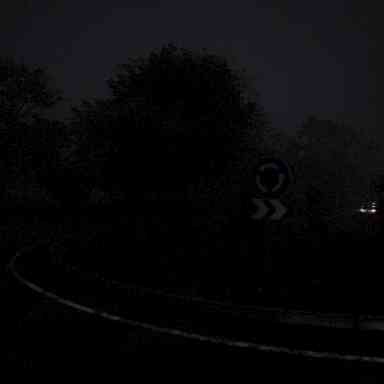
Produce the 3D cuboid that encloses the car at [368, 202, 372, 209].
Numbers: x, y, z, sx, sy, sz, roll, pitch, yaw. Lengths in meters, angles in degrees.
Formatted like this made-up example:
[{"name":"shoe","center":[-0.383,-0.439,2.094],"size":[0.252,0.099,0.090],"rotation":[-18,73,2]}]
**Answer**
[{"name":"car","center":[30.857,2.071,57.741],"size":[2.097,1.767,4.553],"rotation":[0,0,34]}]
